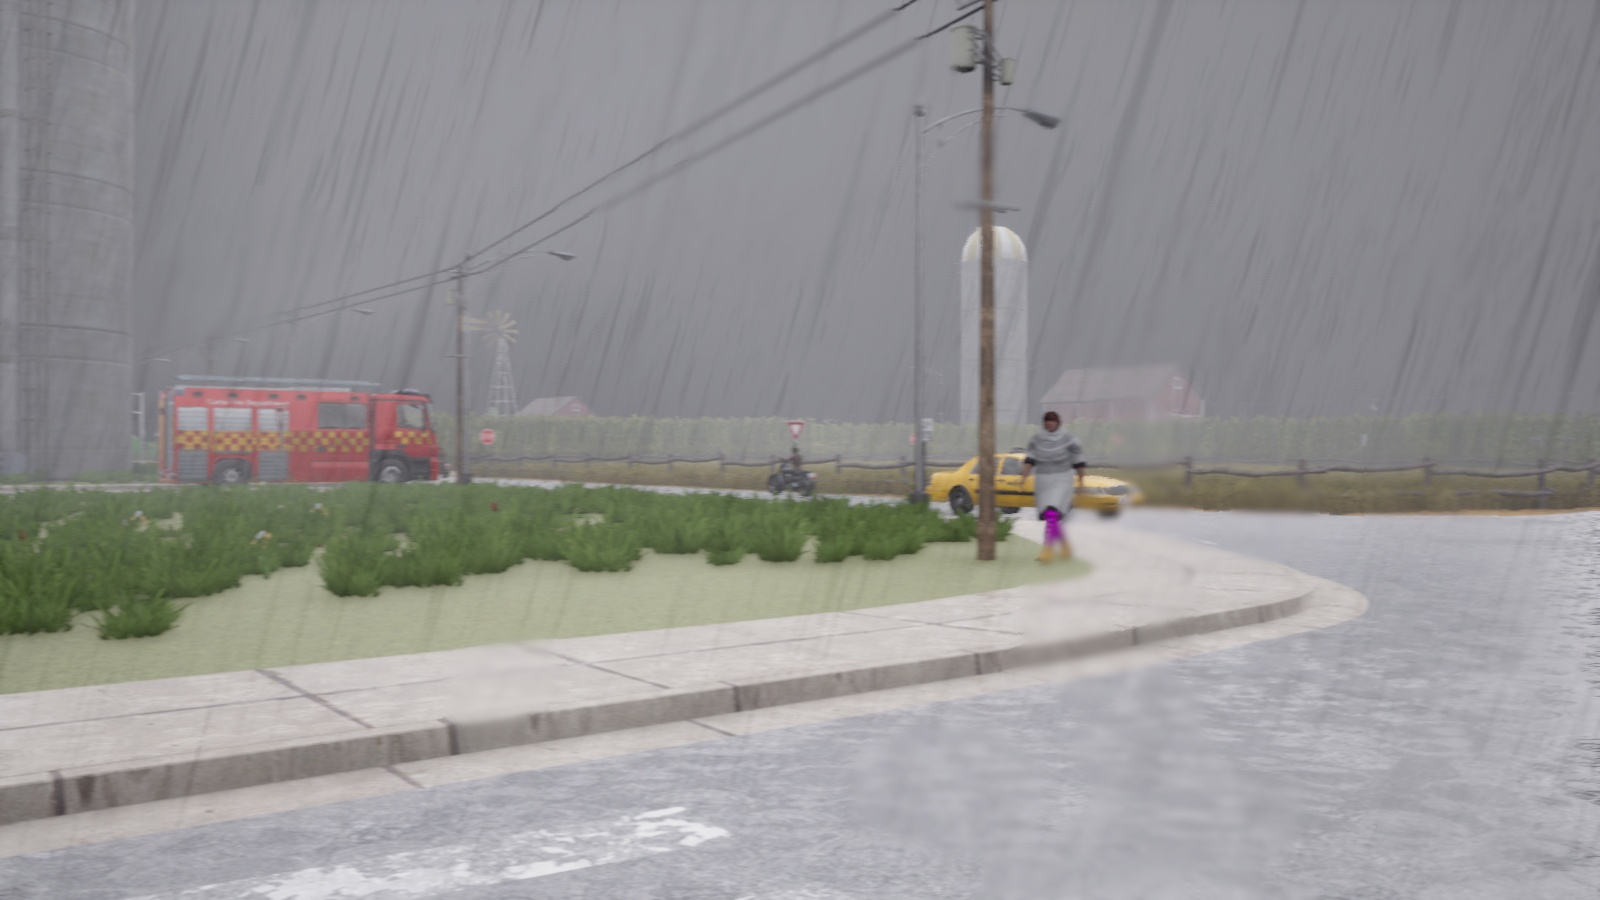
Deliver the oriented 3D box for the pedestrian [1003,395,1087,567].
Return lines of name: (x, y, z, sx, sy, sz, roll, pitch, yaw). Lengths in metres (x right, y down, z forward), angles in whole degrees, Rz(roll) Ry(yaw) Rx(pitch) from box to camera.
pedestrian: (2.881, 0.352, 14.750, 0.659, 1.952, 0.873, 0, 0, 36)

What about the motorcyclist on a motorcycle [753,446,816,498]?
motorcyclist on a motorcycle: (-0.533, 0.700, 40.792, 0.766, 1.649, 2.350, 0, 0, -38)

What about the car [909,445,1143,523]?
car: (4.898, 0.684, 28.087, 1.801, 1.575, 5.366, 0, 0, -37)

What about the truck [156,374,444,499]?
truck: (-16.548, -0.407, 41.938, 8.468, 3.827, 2.891, 0, 0, -35)

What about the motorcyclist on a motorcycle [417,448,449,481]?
motorcyclist on a motorcycle: (-18.724, 0.712, 64.043, 0.766, 1.649, 2.350, 0, 0, -38)
